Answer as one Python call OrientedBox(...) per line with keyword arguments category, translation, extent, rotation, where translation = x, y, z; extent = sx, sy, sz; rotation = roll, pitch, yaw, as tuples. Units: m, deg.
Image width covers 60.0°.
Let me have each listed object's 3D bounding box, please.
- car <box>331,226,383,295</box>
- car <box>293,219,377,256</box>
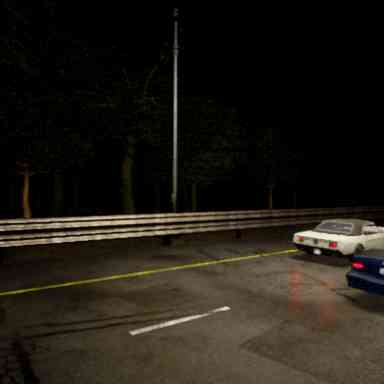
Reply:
OrientedBox(category="car", translation=(5.813, 1.610, 7.860), extent=(5.357, 1.411, 2.033), rotation=(0, 0, -35))
OrientedBox(category="car", translation=(5.933, 1.670, 12.224), extent=(4.718, 1.301, 1.895), rotation=(0, 1, -35))
